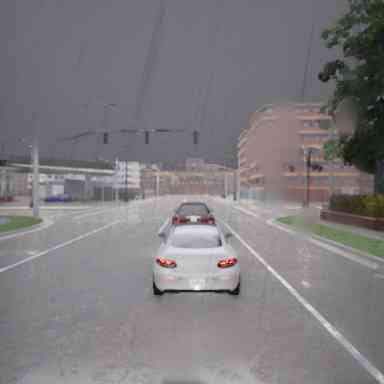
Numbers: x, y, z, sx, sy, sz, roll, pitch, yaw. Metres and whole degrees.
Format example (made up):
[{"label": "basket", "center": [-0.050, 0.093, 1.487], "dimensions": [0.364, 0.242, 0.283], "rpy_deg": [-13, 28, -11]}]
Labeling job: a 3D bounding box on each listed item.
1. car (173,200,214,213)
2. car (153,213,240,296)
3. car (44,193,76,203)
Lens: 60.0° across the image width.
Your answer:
[{"label": "car", "center": [0.074, 1.288, 17.429], "dimensions": [2.097, 1.767, 4.553], "rpy_deg": [0, 0, 0]}, {"label": "car", "center": [0.092, 1.495, 8.438], "dimensions": [1.812, 1.442, 4.674], "rpy_deg": [0, 0, 0]}, {"label": "car", "center": [-23.401, 1.084, 58.152], "dimensions": [4.611, 1.667, 2.242], "rpy_deg": [0, 0, 1]}]
